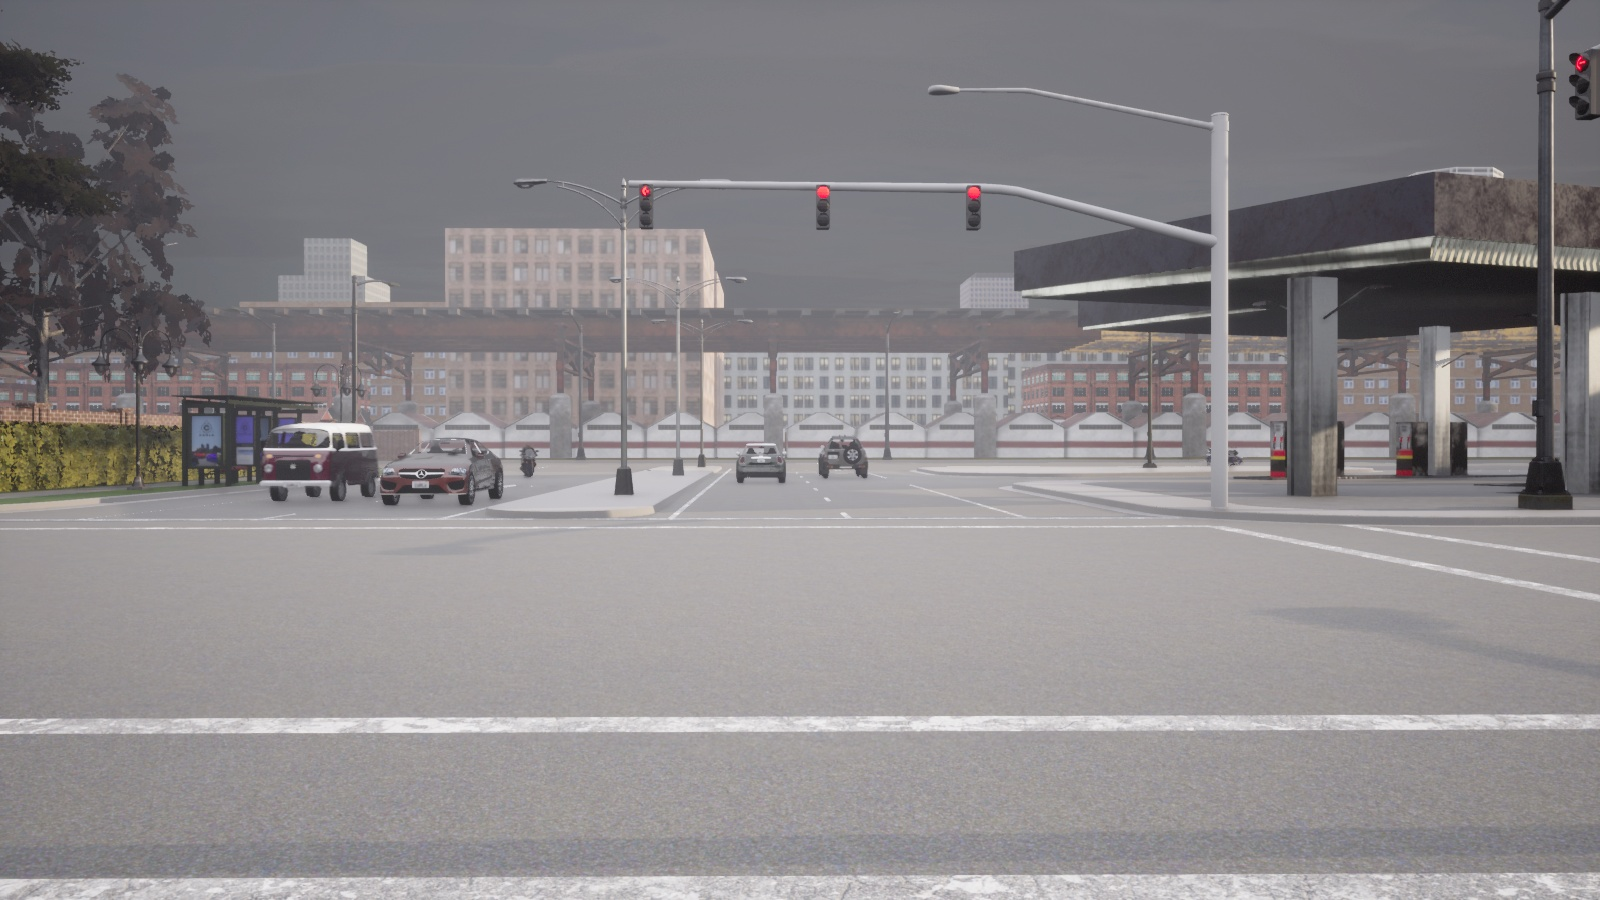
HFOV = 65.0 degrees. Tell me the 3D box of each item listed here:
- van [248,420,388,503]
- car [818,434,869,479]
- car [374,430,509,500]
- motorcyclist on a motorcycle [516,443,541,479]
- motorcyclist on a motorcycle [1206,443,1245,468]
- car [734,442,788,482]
[{"bbox_3d":[-12.544,0.273,33.007,2.069,2.038,4.480,0,0,-2],"label":"van"},{"bbox_3d":[1.825,0.258,54.347,1.932,1.855,4.605,0,0,-2],"label":"car"},{"bbox_3d":[-9.015,0.337,32.078,2.152,1.651,5.027,0,0,-2],"label":"car"},{"bbox_3d":[-11.878,0.462,54.918,0.866,1.530,2.191,0,0,-18],"label":"motorcyclist on a motorcycle"},{"bbox_3d":[26.912,0.355,79.436,2.191,1.530,0.866,0,0,-1],"label":"motorcyclist on a motorcycle"},{"bbox_3d":[-1.503,0.437,48.535,1.970,1.475,3.806,0,0,-2],"label":"car"}]
